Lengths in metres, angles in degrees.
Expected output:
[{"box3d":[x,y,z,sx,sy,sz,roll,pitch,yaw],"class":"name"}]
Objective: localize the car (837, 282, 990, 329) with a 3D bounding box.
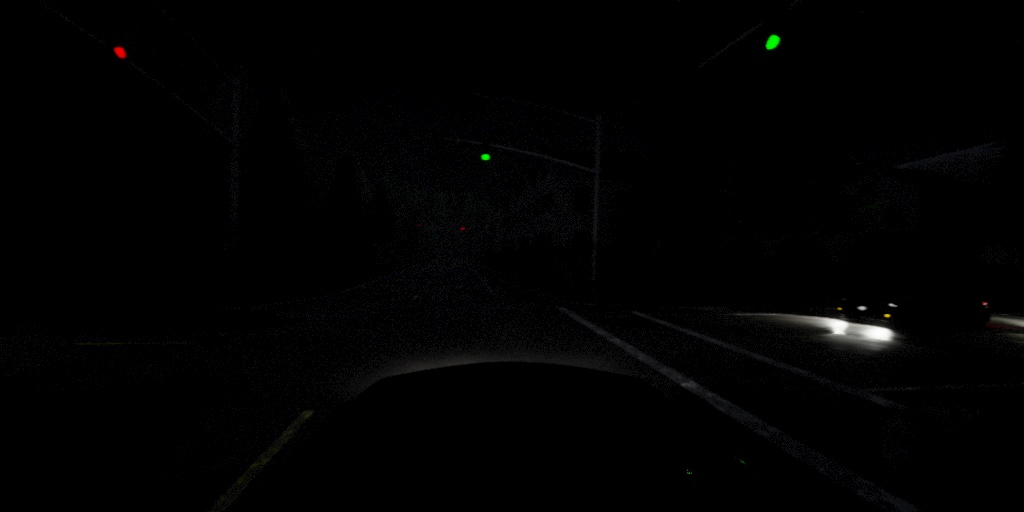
[{"box3d":[13.771,1.621,12.403,4.181,1.385,1.994,1,0,-9],"class":"car"}]
